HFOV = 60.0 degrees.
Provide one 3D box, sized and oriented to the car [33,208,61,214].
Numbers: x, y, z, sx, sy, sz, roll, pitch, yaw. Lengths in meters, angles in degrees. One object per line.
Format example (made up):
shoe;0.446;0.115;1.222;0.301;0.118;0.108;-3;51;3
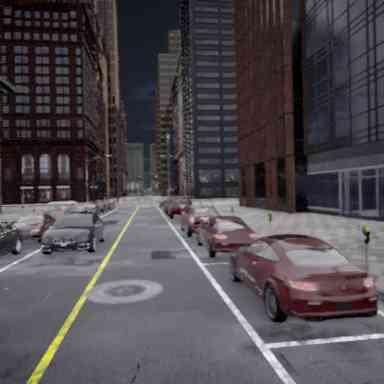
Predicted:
car;-7.994;1.759;16.936;1.802;1.307;4.206;-2;0;-8

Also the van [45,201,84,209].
van;-8.761;1.533;22.520;1.690;1.788;3.998;-2;0;-8

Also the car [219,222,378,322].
car;1.971;1.527;6.921;1.802;1.307;4.206;-2;0;-8

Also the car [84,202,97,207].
car;-9.493;1.732;27.937;1.752;1.417;4.829;-2;0;-8

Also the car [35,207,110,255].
car;-4.810;1.607;14.027;1.837;1.490;4.892;-1;0;-8

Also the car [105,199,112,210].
car;-11.036;1.806;39.276;1.947;1.339;4.313;-2;0;-8

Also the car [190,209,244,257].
car;1.210;1.540;12.506;1.802;1.307;4.206;-2;0;-8

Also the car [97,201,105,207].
car;-10.275;1.805;33.691;1.802;1.307;4.206;-2;0;-8

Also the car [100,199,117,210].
car;-12.557;1.827;50.446;2.008;1.369;4.403;-2;0;-8

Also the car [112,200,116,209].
car;-11.796;1.824;44.861;1.947;1.339;4.313;-2;0;-8

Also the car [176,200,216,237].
car;0.446;1.412;18.090;1.967;1.590;4.097;-2;0;-8

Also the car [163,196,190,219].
car;-1.078;1.317;29.259;2.192;1.841;5.009;-2;0;-8

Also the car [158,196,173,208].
car;-4.116;1.511;51.598;1.967;1.590;4.097;-2;0;-8

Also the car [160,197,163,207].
car;-1.839;1.333;34.843;2.192;1.841;5.009;-2;0;-8

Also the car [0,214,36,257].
car;-7.234;1.714;11.350;2.008;1.369;4.403;-2;0;-8
